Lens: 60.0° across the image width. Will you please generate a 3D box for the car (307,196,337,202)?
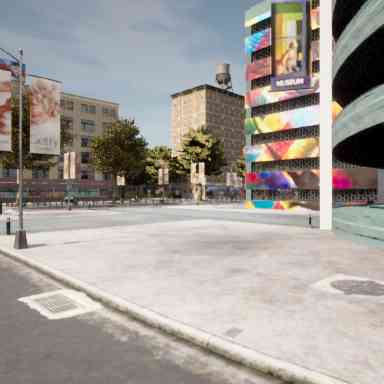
[{"bbox_3d":[14.988,1.320,39.729,4.674,1.452,2.002,0,0,-44],"label":"car"}]
